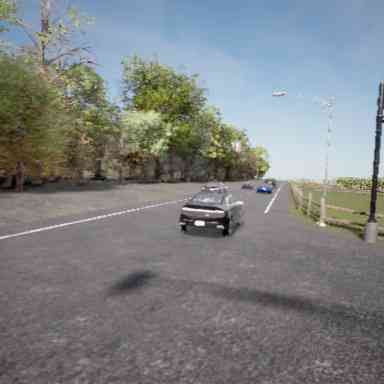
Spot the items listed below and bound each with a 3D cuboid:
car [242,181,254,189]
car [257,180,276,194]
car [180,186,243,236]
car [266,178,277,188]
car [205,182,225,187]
[{"bbox_3d":[9.842,-1.229,58.299,2.033,1.411,5.357,4,3,16],"label":"car"},{"bbox_3d":[10.257,-0.539,46.591,1.994,1.385,4.181,4,3,16],"label":"car"},{"bbox_3d":[0.949,0.752,13.667,2.128,1.511,4.902,4,3,16],"label":"car"},{"bbox_3d":[15.508,-1.665,65.435,2.150,2.045,5.566,4,3,16],"label":"car"},{"bbox_3d":[2.179,-0.144,30.843,2.128,1.511,4.902,4,3,16],"label":"car"}]
